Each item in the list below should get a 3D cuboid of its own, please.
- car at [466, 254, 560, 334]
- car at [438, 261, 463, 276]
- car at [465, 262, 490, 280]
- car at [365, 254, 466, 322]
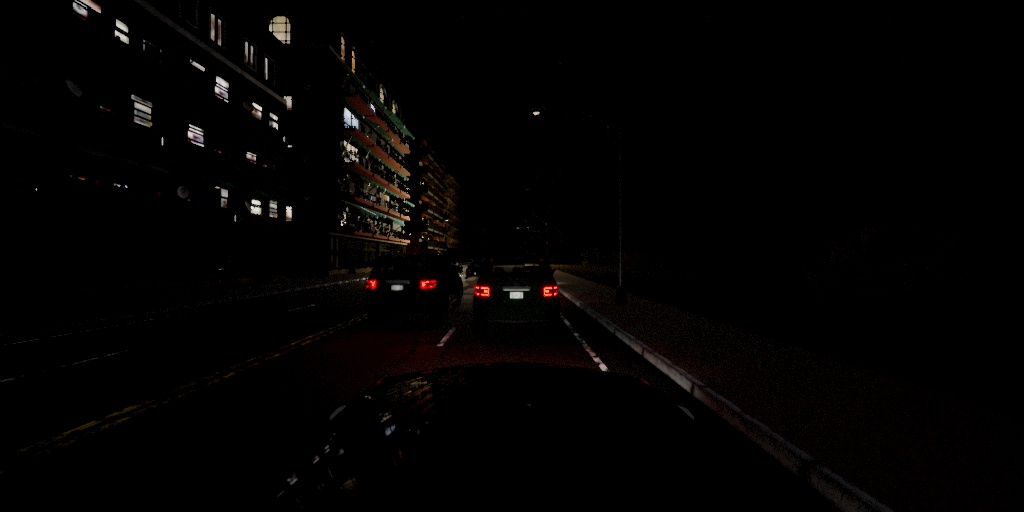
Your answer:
[{"bbox_3d":[0.119,0.973,10.714,2.150,2.045,5.566,0,0,0],"label":"car"},{"bbox_3d":[-6.499,1.315,38.518,1.994,1.385,4.181,0,0,0],"label":"car"},{"bbox_3d":[-3.077,1.277,32.483,1.812,1.442,4.674,0,0,0],"label":"car"},{"bbox_3d":[-3.121,0.970,12.445,2.150,2.045,5.566,0,0,0],"label":"car"}]
